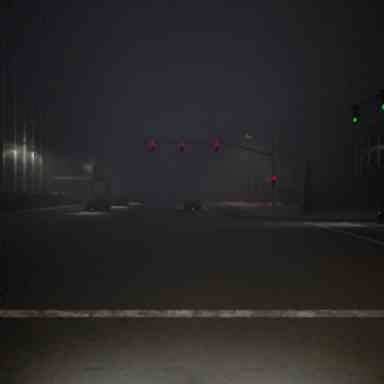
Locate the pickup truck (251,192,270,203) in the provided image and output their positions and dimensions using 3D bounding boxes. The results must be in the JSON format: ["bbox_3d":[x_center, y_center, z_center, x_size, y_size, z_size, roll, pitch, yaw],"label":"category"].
[{"bbox_3d":[13.089,0.857,62.212,2.390,2.098,6.274,0,0,30],"label":"pickup truck"}]

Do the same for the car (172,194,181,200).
[{"bbox_3d":[-3.539,1.171,76.788,1.895,1.301,4.718,0,0,0],"label":"car"}]

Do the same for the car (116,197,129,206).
[{"bbox_3d":[-10.604,1.404,49.173,1.994,1.385,4.181,0,0,0],"label":"car"}]

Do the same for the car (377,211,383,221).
[{"bbox_3d":[15.137,1.527,22.291,4.718,1.301,1.895,0,0,1],"label":"car"}]

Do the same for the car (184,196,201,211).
[{"bbox_3d":[0.081,1.477,38.062,1.895,1.301,4.718,0,0,0],"label":"car"}]

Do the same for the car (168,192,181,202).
[{"bbox_3d":[-3.534,1.008,66.095,2.150,2.045,5.566,0,0,0],"label":"car"}]

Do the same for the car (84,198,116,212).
[{"bbox_3d":[-10.606,1.425,37.927,2.033,1.411,5.357,0,0,0],"label":"car"}]

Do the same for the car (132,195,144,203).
[{"bbox_3d":[-10.550,1.281,65.312,2.128,1.511,4.902,0,0,0],"label":"car"}]
